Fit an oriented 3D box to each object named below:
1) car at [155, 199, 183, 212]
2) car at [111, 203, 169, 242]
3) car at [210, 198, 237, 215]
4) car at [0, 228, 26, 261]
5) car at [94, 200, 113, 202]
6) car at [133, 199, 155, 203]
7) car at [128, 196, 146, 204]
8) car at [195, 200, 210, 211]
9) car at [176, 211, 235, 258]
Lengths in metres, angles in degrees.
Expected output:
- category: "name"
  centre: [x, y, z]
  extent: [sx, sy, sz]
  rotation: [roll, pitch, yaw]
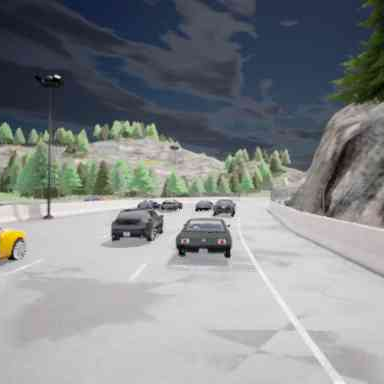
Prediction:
- category: "car"
  centre: [-2.415, 1.628, 41.030]
  extent: [2.128, 1.511, 4.902]
  rotation: [0, 0, 13]
- category: "car"
  centre: [-2.582, 1.550, 16.656]
  extent: [1.837, 1.490, 4.892]
  rotation: [0, 0, 5]
- category: "car"
  centre: [3.507, 1.508, 34.615]
  extent: [2.097, 1.767, 4.553]
  rotation: [0, 0, 11]
- category: "car"
  centre: [-6.612, 1.463, 9.238]
  extent: [1.882, 1.535, 5.008]
  rotation: [0, 0, 3]
- category: "car"
  centre: [-17.003, 1.595, 67.072]
  extent: [1.882, 1.535, 5.008]
  rotation: [0, 0, 18]
- category: "car"
  centre: [-5.544, 1.683, 42.851]
  extent: [1.994, 1.385, 4.181]
  rotation: [0, 0, 13]
- category: "car"
  centre: [-11.745, 1.703, 71.491]
  extent: [1.812, 1.442, 4.674]
  rotation: [0, 0, 19]
- category: "car"
  centre: [1.778, 1.741, 43.475]
  extent: [1.994, 1.385, 4.181]
  rotation: [0, 0, 14]
- category: "car"
  centre: [0.581, 1.655, 13.128]
  extent: [1.895, 1.301, 4.718]
  rotation: [0, 0, 5]
